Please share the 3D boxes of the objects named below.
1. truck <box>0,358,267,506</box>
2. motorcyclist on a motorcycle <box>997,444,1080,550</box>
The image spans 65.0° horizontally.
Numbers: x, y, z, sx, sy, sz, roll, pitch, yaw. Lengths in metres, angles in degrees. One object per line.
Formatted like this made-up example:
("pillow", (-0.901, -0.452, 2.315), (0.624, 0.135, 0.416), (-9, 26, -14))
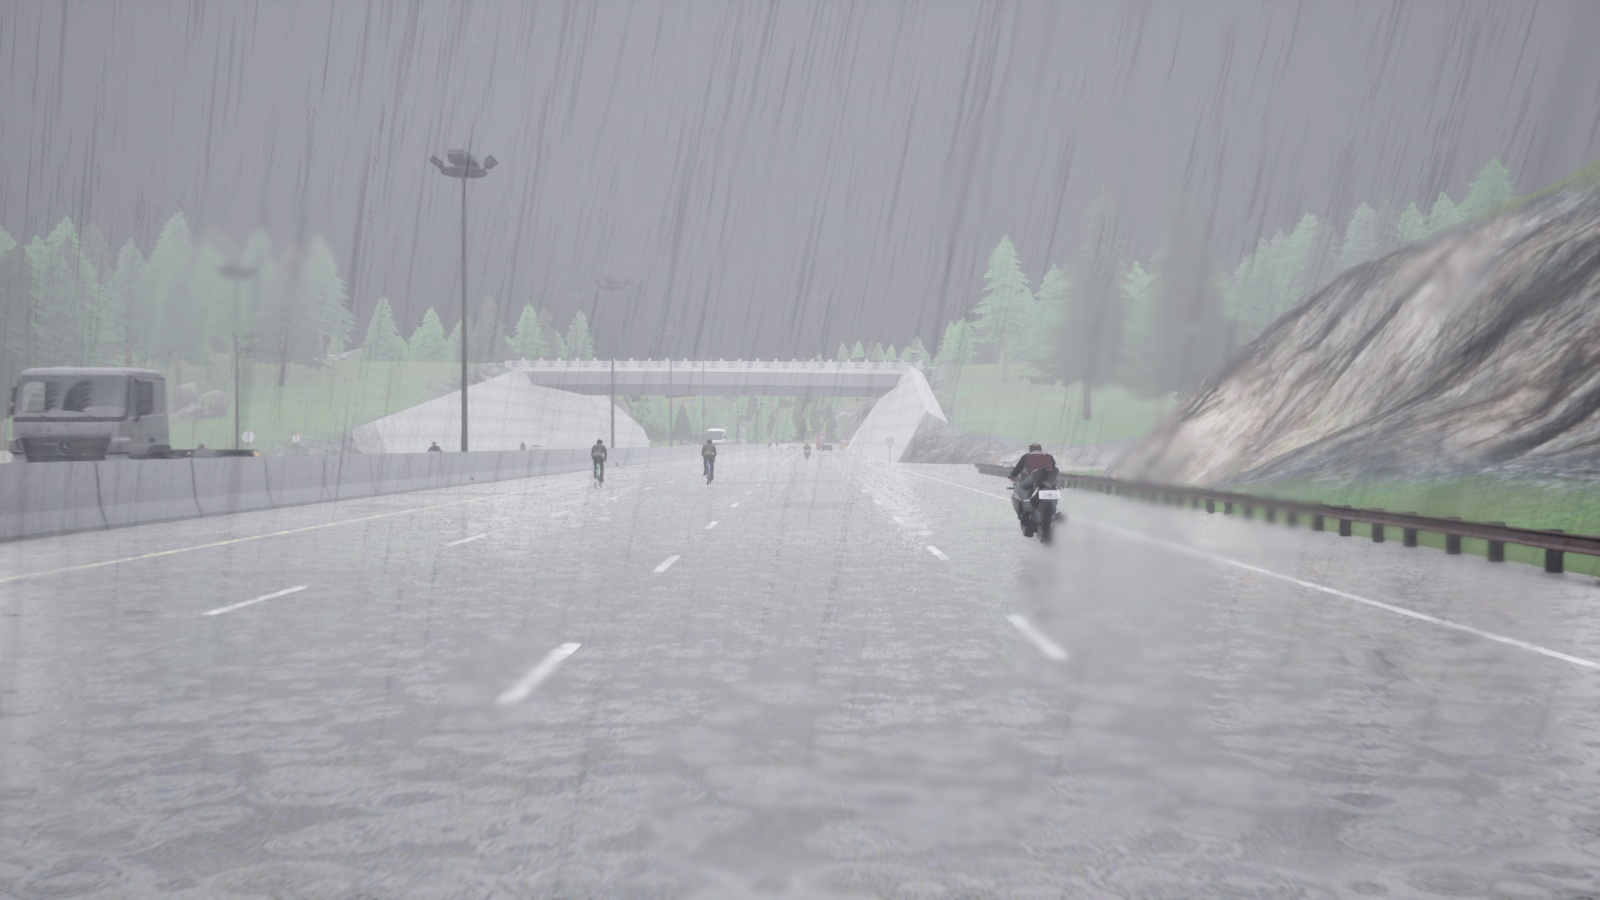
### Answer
("truck", (-17.295, -0.439, 33.324), (2.891, 3.462, 7.936), (0, 0, 0))
("motorcyclist on a motorcycle", (3.625, 0.674, 19.279), (0.866, 1.530, 2.191), (0, 0, 0))
